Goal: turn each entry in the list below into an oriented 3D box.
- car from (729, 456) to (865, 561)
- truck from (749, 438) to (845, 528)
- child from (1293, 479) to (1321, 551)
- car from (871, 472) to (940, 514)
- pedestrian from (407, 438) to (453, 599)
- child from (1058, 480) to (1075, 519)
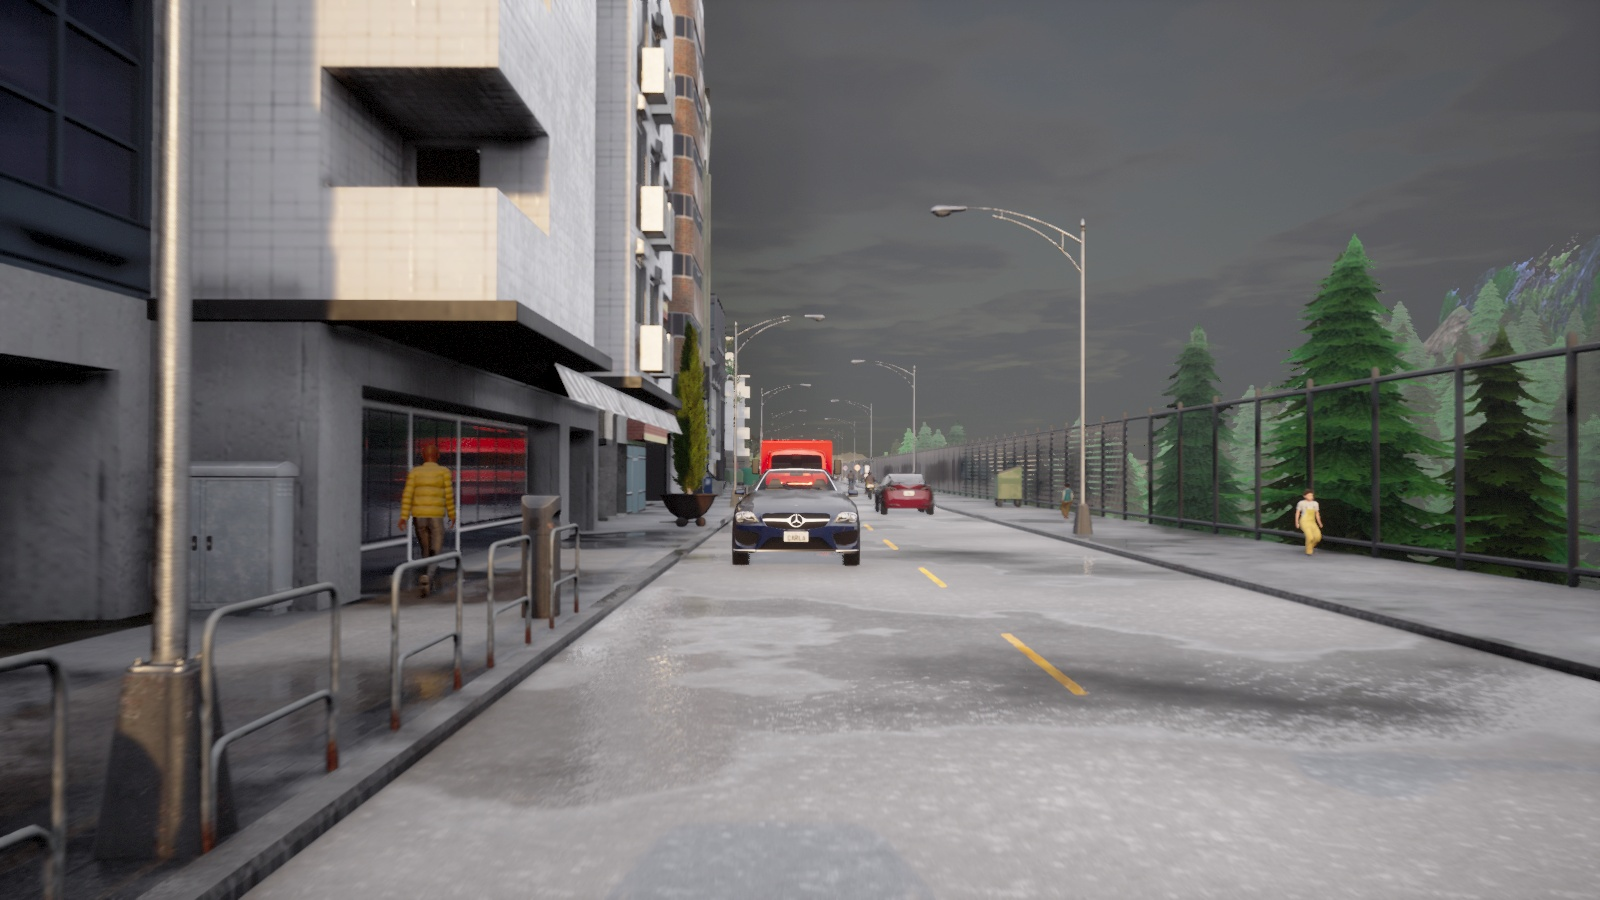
[{"bbox_3d":[-0.058,0.969,22.437,2.152,1.651,5.027,0,-1,0],"label":"car"},{"bbox_3d":[-0.097,0.950,37.134,2.627,2.467,5.204,0,-1,0],"label":"truck"},{"bbox_3d":[9.010,1.142,22.322,0.270,1.263,0.437,0,-1,-8],"label":"child"},{"bbox_3d":[3.878,1.588,47.120,2.163,1.488,4.792,0,-1,0],"label":"car"},{"bbox_3d":[-4.346,0.789,14.762,0.370,1.835,0.726,0,-1,-4],"label":"pedestrian"},{"bbox_3d":[8.272,1.523,38.933,0.343,1.192,0.448,0,-1,-13],"label":"child"}]
